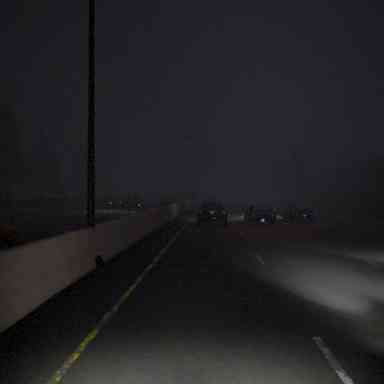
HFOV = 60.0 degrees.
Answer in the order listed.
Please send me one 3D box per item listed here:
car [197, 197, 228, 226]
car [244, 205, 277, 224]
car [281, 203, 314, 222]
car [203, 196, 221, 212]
[{"bbox_3d":[1.470,1.400,24.236,2.097,1.767,4.553,0,0,3],"label":"car"},{"bbox_3d":[5.025,1.663,25.110,1.895,1.301,4.718,0,0,4],"label":"car"},{"bbox_3d":[8.682,1.604,27.508,1.812,1.442,4.674,0,0,4],"label":"car"},{"bbox_3d":[2.540,1.436,41.501,2.097,1.767,4.553,0,0,4],"label":"car"}]
